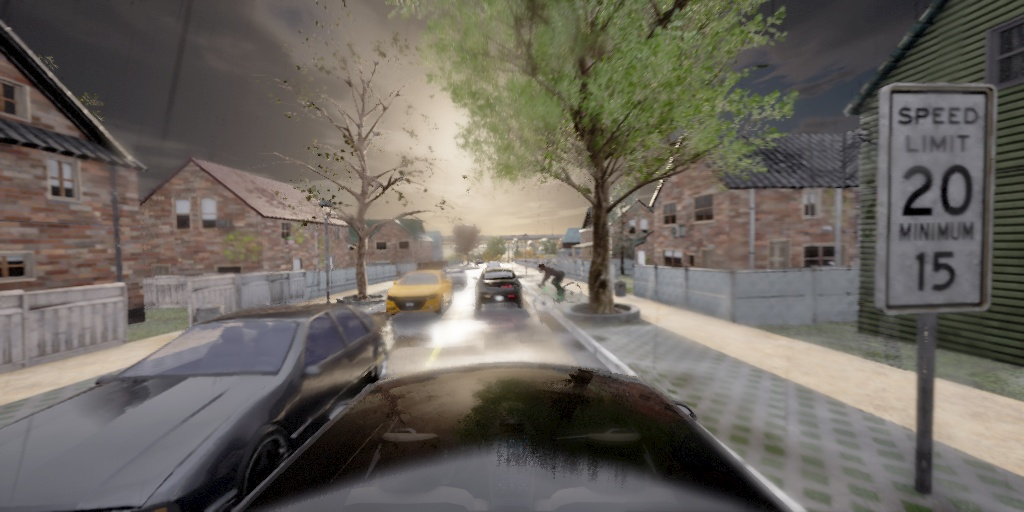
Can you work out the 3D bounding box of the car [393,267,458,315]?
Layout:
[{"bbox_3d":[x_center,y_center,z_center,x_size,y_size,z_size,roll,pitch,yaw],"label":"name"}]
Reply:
[{"bbox_3d":[-3.480,1.316,14.223,1.882,1.535,5.008,-1,0,-3],"label":"car"}]

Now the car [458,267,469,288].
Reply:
[{"bbox_3d":[-4.103,1.468,25.102,1.895,1.301,4.718,-1,0,-3],"label":"car"}]

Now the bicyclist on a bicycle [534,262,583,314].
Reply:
[{"bbox_3d":[1.341,0.939,11.583,1.656,1.620,0.582,-20,3,-1],"label":"bicyclist on a bicycle"}]

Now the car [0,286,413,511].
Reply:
[{"bbox_3d":[-2.910,1.365,4.420,2.033,1.411,5.357,-1,0,-3],"label":"car"}]

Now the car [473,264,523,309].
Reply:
[{"bbox_3d":[-0.586,1.278,15.226,1.837,1.490,4.892,-1,0,-3],"label":"car"}]

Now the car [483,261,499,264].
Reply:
[{"bbox_3d":[-2.328,1.398,45.165,1.812,1.442,4.674,-1,0,-3],"label":"car"}]
